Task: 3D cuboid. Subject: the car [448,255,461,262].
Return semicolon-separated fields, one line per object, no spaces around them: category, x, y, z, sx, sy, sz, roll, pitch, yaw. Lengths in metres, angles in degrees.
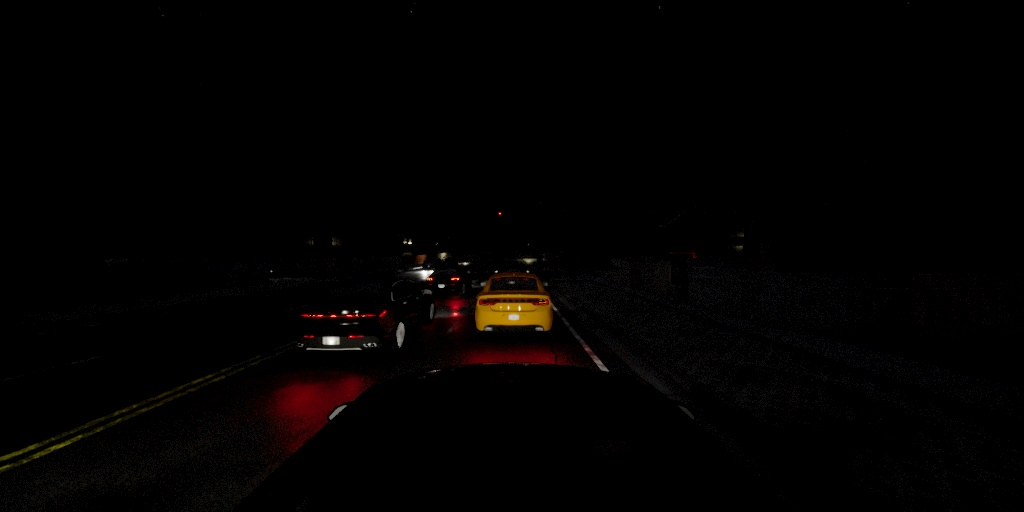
car;-9.934;0.850;58.179;1.994;1.385;4.181;0;1;0

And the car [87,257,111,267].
car;-39.002;1.087;32.190;5.566;2.045;2.150;0;1;5

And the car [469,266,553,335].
car;0.062;1.209;10.499;1.882;1.535;5.008;0;0;0

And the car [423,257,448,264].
car;-9.919;0.931;45.183;2.128;1.511;4.902;0;1;0

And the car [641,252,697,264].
car;15.079;0.667;34.582;5.566;2.045;2.150;-1;1;-2

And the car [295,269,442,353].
car;-3.193;1.243;8.768;1.837;1.490;4.892;0;0;0

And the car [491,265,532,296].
car;0.008;1.247;19.388;1.994;1.385;4.181;0;0;1

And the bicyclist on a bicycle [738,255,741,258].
bicyclist on a bicycle;18.405;0.782;28.817;0.582;1.620;1.656;0;0;-2

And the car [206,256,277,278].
car;-23.643;0.992;31.204;5.566;2.045;2.150;0;1;2

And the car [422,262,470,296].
car;-3.248;1.212;18.924;1.812;1.442;4.674;0;0;1
